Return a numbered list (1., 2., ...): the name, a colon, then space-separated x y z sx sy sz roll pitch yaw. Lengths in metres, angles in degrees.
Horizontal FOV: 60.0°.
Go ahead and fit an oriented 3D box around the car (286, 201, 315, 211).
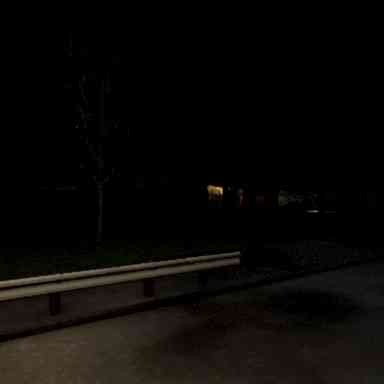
1. car: 15.793 2.044 48.625 1.994 1.385 4.181 1 -1 -35
